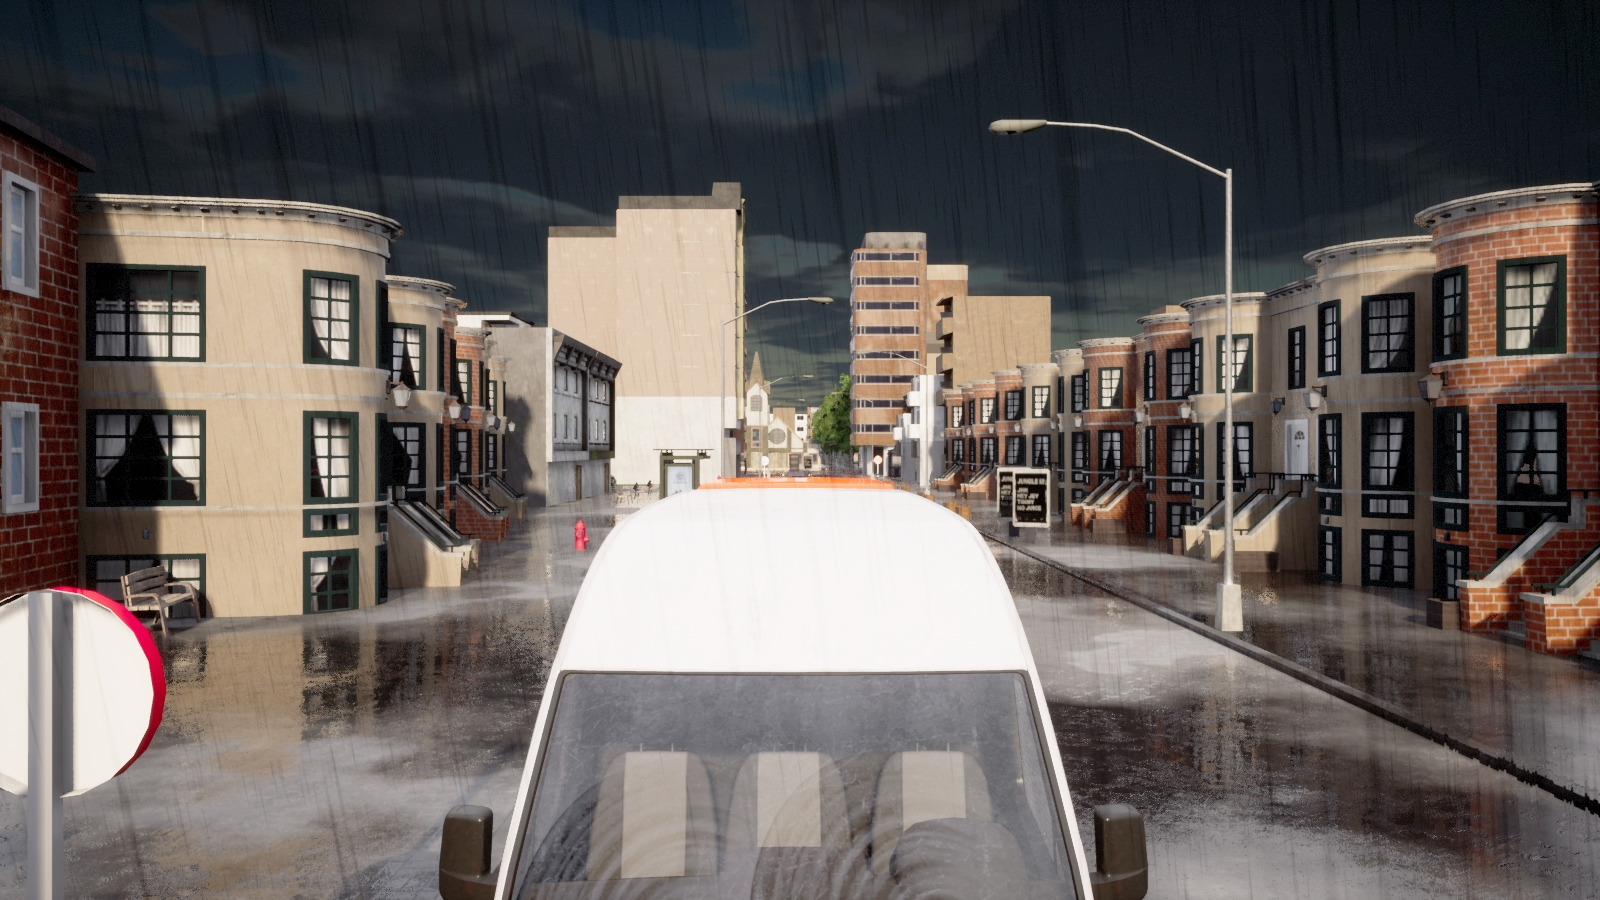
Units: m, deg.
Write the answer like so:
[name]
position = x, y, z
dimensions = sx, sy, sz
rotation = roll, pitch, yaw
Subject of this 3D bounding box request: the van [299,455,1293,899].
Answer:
[van]
position = -0.019, 1.314, 5.243
dimensions = 1.988, 2.561, 5.915
rotation = 0, 0, 0

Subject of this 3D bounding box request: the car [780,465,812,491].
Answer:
[car]
position = -0.252, 1.817, 75.628
dimensions = 2.038, 1.542, 4.974
rotation = 0, 0, 0
